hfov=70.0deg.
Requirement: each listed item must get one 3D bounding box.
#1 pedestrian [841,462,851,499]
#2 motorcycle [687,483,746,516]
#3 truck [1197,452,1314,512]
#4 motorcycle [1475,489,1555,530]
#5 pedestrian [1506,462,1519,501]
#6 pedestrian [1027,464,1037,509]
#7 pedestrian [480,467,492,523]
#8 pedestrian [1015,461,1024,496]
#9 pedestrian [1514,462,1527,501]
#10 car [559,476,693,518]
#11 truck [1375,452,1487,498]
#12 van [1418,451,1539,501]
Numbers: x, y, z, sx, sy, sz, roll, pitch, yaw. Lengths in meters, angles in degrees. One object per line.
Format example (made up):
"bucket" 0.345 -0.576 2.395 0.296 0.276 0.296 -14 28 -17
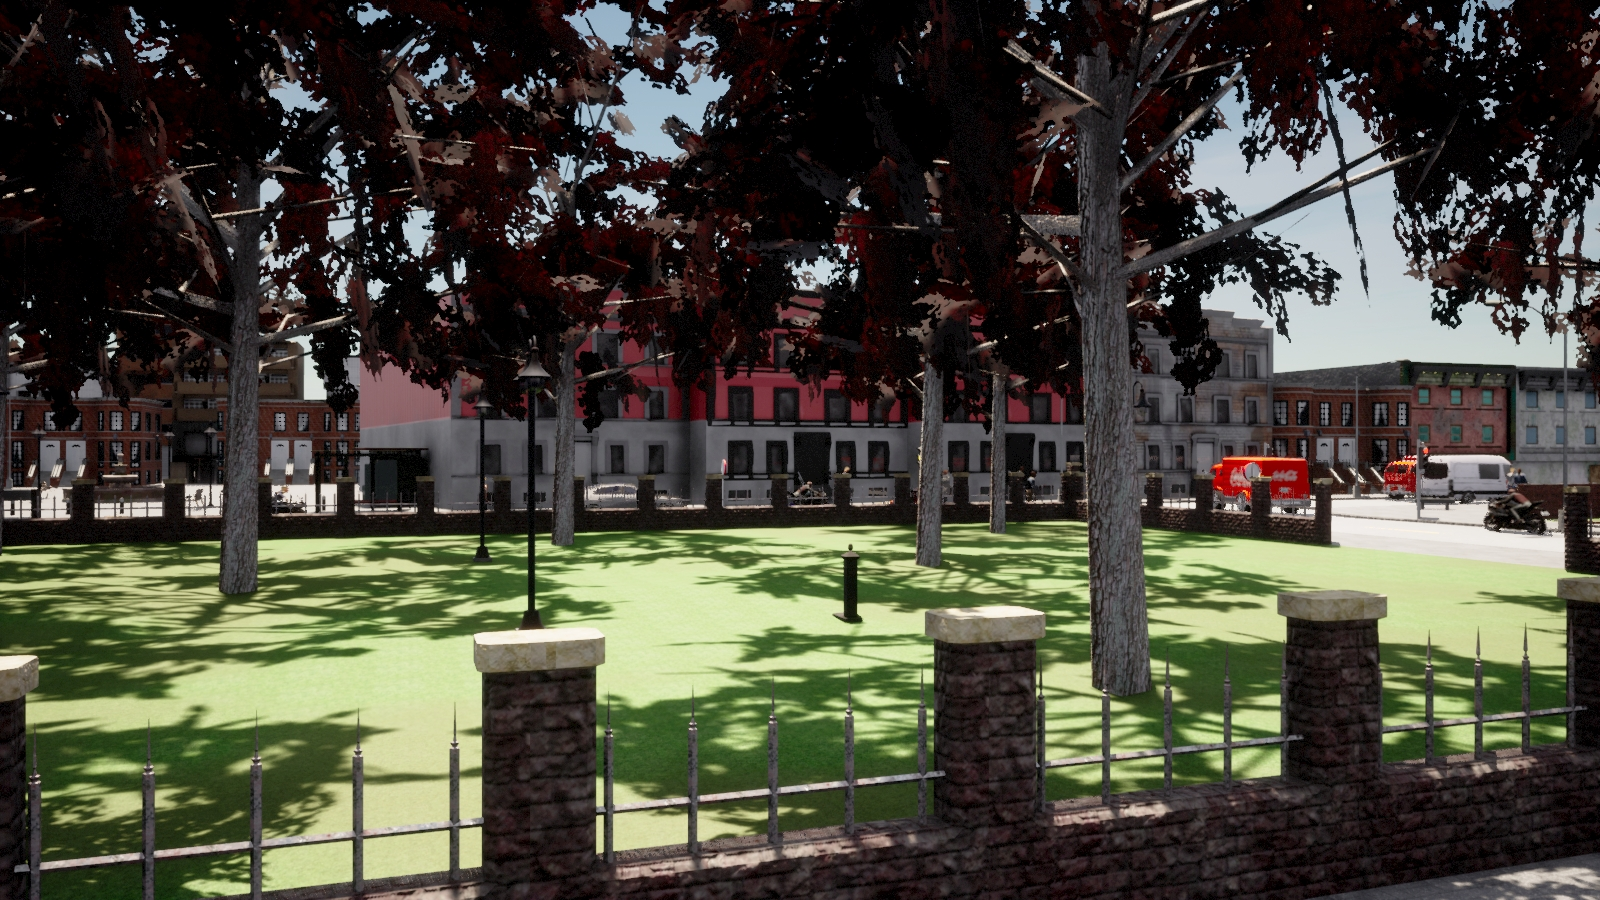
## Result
"pedestrian" 2.316 1.523 57.736 0.375 1.860 0.375 0 0 -24
"motorcycle" -3.337 1.985 45.900 2.209 1.251 0.867 0 0 -21
"truck" 20.243 1.353 51.073 2.627 2.467 5.204 0 0 -8
"motorcycle" 23.969 1.985 38.362 0.867 1.251 2.209 0 0 -20
"pedestrian" 34.475 1.515 55.312 0.375 1.860 0.375 0 0 -10
"pedestrian" 9.733 1.526 47.867 0.375 1.860 0.375 0 0 17
"pedestrian" -10.618 1.523 38.601 0.375 1.860 0.375 0 0 -19
"pedestrian" 11.700 1.524 60.855 0.375 1.860 0.375 0 0 -10
"pedestrian" 34.489 1.517 54.687 0.375 1.860 0.375 0 0 -27
"car" -6.856 1.827 44.956 4.902 1.511 2.128 0 0 -19
"truck" 35.004 1.348 63.458 5.204 2.467 2.627 0 0 -19
"van" 35.383 1.314 59.618 5.915 2.561 1.988 0 0 -18
